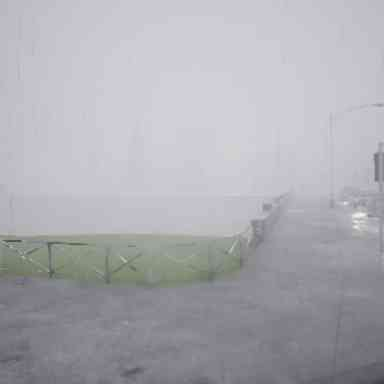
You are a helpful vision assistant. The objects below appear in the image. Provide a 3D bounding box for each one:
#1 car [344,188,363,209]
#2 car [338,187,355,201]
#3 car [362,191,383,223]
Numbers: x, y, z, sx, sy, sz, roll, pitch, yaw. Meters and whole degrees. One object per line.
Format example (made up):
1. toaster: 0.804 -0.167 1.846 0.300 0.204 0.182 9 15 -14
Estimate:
1. car: 13.878 0.612 26.975 1.895 1.301 4.718 -1 2 19
2. car: 17.228 0.198 36.615 1.837 1.490 4.892 -1 2 19
3. car: 10.831 0.807 18.091 1.837 1.490 4.892 -1 2 19
